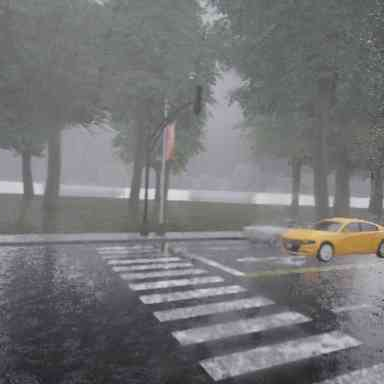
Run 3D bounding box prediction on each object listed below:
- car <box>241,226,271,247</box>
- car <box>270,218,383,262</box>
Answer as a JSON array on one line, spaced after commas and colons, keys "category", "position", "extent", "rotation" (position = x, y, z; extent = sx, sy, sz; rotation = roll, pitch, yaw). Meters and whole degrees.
[{"category": "car", "position": [4.808, 1.976, 16.365], "extent": [4.718, 1.301, 1.895], "rotation": [2, -2, -24]}, {"category": "car", "position": [5.883, 1.799, 13.290], "extent": [5.008, 1.535, 1.882], "rotation": [2, -2, -24]}]
